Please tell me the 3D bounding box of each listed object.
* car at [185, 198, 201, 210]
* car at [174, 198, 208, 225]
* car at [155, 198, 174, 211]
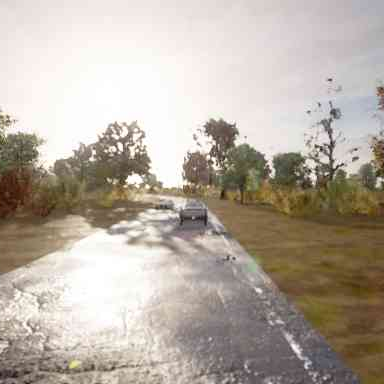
[{"bbox_3d":[0.094,1.438,41.882,1.895,1.301,4.718,0,0,0],"label":"car"},{"bbox_3d":[0.098,1.406,23.371,2.128,1.511,4.902,0,0,0],"label":"car"},{"bbox_3d":[-3.023,1.421,37.553,1.994,1.385,4.181,0,0,0],"label":"car"}]
